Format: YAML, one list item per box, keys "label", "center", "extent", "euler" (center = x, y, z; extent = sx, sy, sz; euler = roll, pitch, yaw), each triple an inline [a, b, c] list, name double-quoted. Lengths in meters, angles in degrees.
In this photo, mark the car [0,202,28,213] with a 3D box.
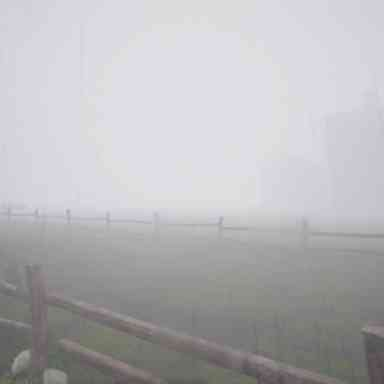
- label: "car"
  center: [-26.135, 2.160, 47.677]
  extent: [1.882, 1.535, 5.008]
  euler: [-2, -2, 35]
